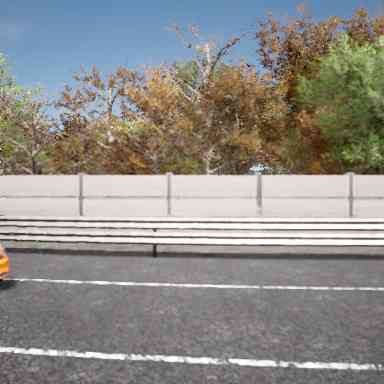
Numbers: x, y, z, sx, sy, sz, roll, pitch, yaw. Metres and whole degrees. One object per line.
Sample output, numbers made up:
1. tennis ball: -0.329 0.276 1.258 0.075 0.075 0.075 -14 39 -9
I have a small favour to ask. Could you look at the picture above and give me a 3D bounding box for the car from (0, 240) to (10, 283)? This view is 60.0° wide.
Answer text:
1. car: -6.523 1.353 7.240 4.553 1.767 2.097 0 0 10
